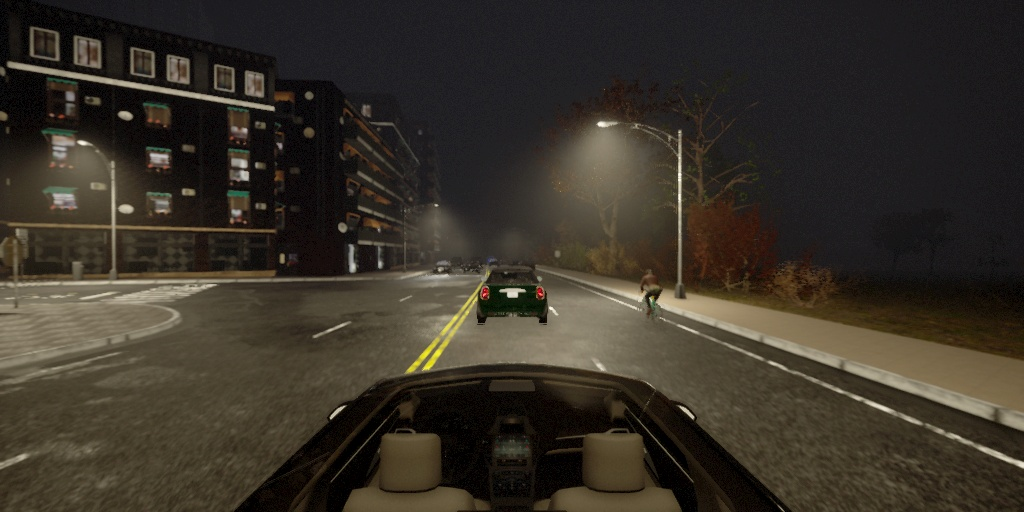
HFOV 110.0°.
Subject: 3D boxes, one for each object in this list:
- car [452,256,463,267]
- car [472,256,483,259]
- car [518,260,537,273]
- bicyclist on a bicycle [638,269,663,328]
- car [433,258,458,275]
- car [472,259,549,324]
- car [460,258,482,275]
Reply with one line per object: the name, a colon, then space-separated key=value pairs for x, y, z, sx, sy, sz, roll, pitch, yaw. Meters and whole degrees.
car: x=-9.004 y=1.047 z=58.989 sx=2.150 sy=2.045 sz=5.566 roll=0 pitch=0 yaw=-4
car: x=-5.755 y=1.042 z=59.147 sx=2.150 sy=2.045 sz=5.566 roll=0 pitch=0 yaw=-4
car: x=1.887 y=1.280 z=45.808 sx=1.882 sy=1.535 sz=5.008 roll=0 pitch=0 yaw=-4
bicyclist on a bicycle: x=4.062 y=1.213 z=10.539 sx=0.582 sy=1.620 sz=1.656 roll=0 pitch=0 yaw=-1
car: x=-7.745 y=1.300 z=40.545 sx=2.128 sy=1.511 sz=4.902 roll=0 pitch=0 yaw=-3
car: x=-0.011 y=1.117 z=12.234 sx=2.097 sy=1.767 sz=4.553 roll=0 pitch=0 yaw=-1
car: x=-4.493 y=1.310 z=40.604 sx=1.837 sy=1.490 sz=4.892 roll=0 pitch=0 yaw=-3
